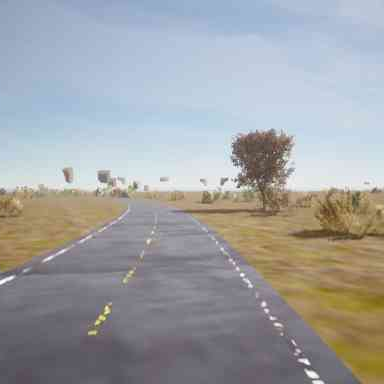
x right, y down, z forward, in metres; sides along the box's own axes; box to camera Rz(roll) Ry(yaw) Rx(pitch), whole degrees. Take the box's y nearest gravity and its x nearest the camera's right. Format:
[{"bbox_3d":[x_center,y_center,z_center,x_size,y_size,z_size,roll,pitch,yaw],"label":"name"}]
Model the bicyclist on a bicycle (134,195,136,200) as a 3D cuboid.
[{"bbox_3d":[-16.152,1.531,93.431,0.582,1.620,1.656,1,0,-21],"label":"bicyclist on a bicycle"}]
